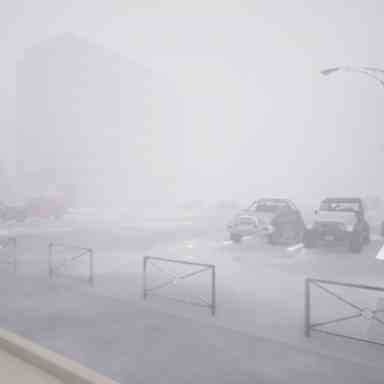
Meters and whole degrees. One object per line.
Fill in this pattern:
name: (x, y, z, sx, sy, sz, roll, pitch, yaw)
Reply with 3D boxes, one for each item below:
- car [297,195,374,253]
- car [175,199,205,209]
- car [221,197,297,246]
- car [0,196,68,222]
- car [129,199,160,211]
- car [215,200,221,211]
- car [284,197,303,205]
car: (5.736, 1.168, 13.037, 1.905, 1.878, 3.866, 0, 0, 34)
car: (-0.155, 1.676, 47.310, 2.033, 1.411, 5.357, 0, 0, 34)
car: (3.370, 1.179, 14.705, 1.932, 1.855, 4.605, 0, 0, 34)
car: (-13.213, 1.351, 27.944, 2.150, 2.045, 5.566, 0, 0, 34)
car: (-6.309, 1.637, 44.465, 2.128, 1.511, 4.902, 0, 0, 34)
car: (4.663, 1.688, 41.807, 1.837, 1.490, 4.892, 0, -1, 34)
car: (19.676, 1.632, 64.185, 2.033, 1.411, 5.357, 0, 0, 34)
